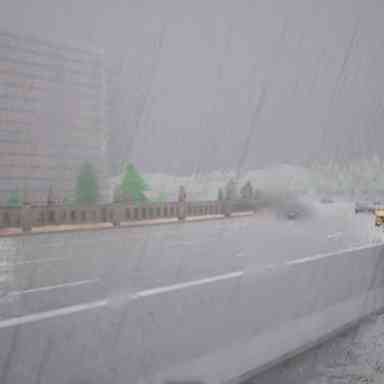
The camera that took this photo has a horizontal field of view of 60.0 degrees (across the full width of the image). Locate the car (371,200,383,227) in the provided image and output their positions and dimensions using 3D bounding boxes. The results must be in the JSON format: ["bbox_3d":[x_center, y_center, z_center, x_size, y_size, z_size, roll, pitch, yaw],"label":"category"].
[{"bbox_3d":[13.763,1.525,22.440,1.882,1.535,5.008,0,0,38],"label":"car"}]

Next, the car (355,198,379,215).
[{"bbox_3d":[18.475,1.604,35.266,1.812,1.442,4.674,0,0,30],"label":"car"}]

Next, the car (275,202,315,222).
[{"bbox_3d":[8.413,1.574,26.923,1.837,1.490,4.892,0,0,38],"label":"car"}]

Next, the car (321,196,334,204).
[{"bbox_3d":[26.164,1.587,64.334,1.837,1.490,4.892,0,0,13],"label":"car"}]
